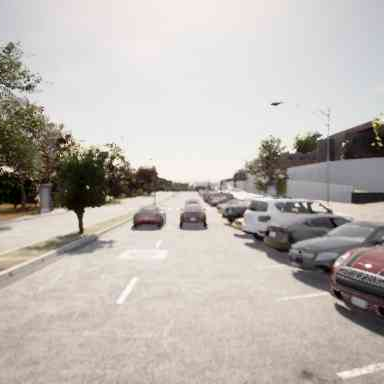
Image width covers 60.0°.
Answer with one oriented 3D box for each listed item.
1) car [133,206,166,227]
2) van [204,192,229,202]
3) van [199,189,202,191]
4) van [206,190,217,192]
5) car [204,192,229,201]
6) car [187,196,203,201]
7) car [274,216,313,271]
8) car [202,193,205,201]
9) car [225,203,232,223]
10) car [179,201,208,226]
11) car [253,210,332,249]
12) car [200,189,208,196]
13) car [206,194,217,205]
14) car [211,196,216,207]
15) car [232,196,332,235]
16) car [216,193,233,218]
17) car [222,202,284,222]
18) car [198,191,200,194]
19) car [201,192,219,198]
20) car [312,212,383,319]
[{"bbox_3d":[-2.926,1.650,23.526,1.994,1.385,4.181,0,0,0],"label":"car"},{"bbox_3d":[4.893,1.059,66.616,4.442,1.987,1.878,1,1,-20],"label":"van"},{"bbox_3d":[4.867,0.764,90.485,4.442,1.987,1.878,0,2,-20],"label":"van"},{"bbox_3d":[5.119,1.126,57.755,4.442,1.987,1.878,1,0,-20],"label":"van"},{"bbox_3d":[4.983,1.246,54.721,4.553,1.767,2.185,1,0,-20],"label":"car"},{"bbox_3d":[0.056,1.511,40.502,1.812,1.442,4.674,0,0,0],"label":"car"},{"bbox_3d":[5.062,1.599,9.703,4.674,1.452,2.002,1,0,-20],"label":"car"},{"bbox_3d":[4.998,1.330,60.696,4.892,1.521,2.231,1,0,-20],"label":"car"},{"bbox_3d":[4.878,1.574,18.655,5.366,1.575,1.946,1,0,-20],"label":"car"},{"bbox_3d":[0.074,1.610,23.893,1.812,1.442,4.674,0,0,0],"label":"car"},{"bbox_3d":[5.082,1.598,12.728,4.792,1.488,2.163,1,0,-20],"label":"car"},{"bbox_3d":[4.979,1.056,63.663,5.566,2.045,2.435,1,1,-20],"label":"car"},{"bbox_3d":[4.992,1.444,48.731,4.792,1.488,2.163,1,1,-20],"label":"car"},{"bbox_3d":[5.005,1.531,36.726,4.792,1.488,2.163,1,1,-20],"label":"car"},{"bbox_3d":[5.082,1.326,15.728,5.566,2.045,2.435,1,0,-20],"label":"car"},{"bbox_3d":[5.021,1.321,24.708,5.566,2.045,2.435,1,1,-20],"label":"car"},{"bbox_3d":[5.044,1.597,27.729,4.674,1.452,2.002,1,1,-20],"label":"car"},{"bbox_3d":[4.809,1.129,81.516,5.366,1.575,1.946,1,1,-20],"label":"car"},{"bbox_3d":[4.941,0.806,93.513,4.553,1.767,2.185,0,1,-20],"label":"car"},{"bbox_3d":[5.095,1.413,6.715,4.553,1.767,2.185,1,0,-20],"label":"car"}]
